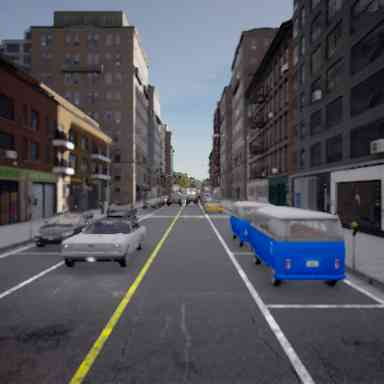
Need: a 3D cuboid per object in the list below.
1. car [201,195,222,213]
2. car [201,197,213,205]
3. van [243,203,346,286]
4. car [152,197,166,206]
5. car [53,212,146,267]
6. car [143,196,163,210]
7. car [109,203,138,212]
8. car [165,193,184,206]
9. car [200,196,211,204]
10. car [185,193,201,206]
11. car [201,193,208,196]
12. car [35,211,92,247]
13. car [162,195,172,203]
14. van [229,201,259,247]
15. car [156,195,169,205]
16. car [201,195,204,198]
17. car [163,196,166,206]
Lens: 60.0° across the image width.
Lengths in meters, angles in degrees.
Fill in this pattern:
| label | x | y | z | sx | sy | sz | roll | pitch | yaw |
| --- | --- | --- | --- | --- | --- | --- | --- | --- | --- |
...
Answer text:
| label | x | y | z | sx | sy | sz | roll | pitch | yaw |
| --- | --- | --- | --- | --- | --- | --- | --- | --- | --- |
| car | 2.248 | 1.455 | 36.247 | 1.801 | 1.575 | 5.366 | 0 | 0 | 0 |
| car | 2.675 | 1.538 | 60.282 | 1.887 | 1.381 | 4.507 | 0 | 0 | 0 |
| van | 2.642 | 1.342 | 9.141 | 1.690 | 1.788 | 3.998 | 0 | 0 | 0 |
| car | -5.354 | 1.560 | 54.604 | 1.947 | 1.339 | 4.313 | 0 | 0 | 0 |
| car | -2.835 | 1.601 | 11.571 | 1.895 | 1.301 | 4.718 | 0 | 0 | 0 |
| car | -5.361 | 1.547 | 43.239 | 2.008 | 1.369 | 4.403 | 0 | 0 | 0 |
| car | -5.372 | 1.564 | 26.192 | 1.947 | 1.339 | 4.313 | 0 | 0 | 0 |
| car | -2.786 | 1.215 | 53.338 | 2.150 | 2.045 | 5.566 | 0 | 0 | 0 |
| car | 2.679 | 1.543 | 65.964 | 2.008 | 1.369 | 4.403 | 0 | 0 | 0 |
| car | 0.033 | 1.348 | 53.578 | 1.837 | 1.490 | 4.892 | 0 | 0 | 0 |
| car | 2.671 | 1.435 | 54.600 | 1.967 | 1.590 | 4.097 | 0 | 0 | 0 |
| car | -5.379 | 1.550 | 14.828 | 2.008 | 1.369 | 4.403 | 0 | 0 | 0 |
| car | -5.343 | 1.430 | 71.651 | 1.967 | 1.590 | 4.097 | 0 | 0 | 0 |
| van | 2.646 | 1.342 | 14.823 | 1.690 | 1.788 | 3.998 | 0 | 0 | 0 |
| car | -5.350 | 1.432 | 60.286 | 1.967 | 1.590 | 4.097 | 0 | 0 | 0 |
| car | 2.668 | 1.541 | 48.917 | 1.887 | 1.381 | 4.507 | 0 | 0 | 0 |
| car | -5.357 | 1.539 | 48.922 | 1.887 | 1.381 | 4.507 | 0 | 0 | 0 |
